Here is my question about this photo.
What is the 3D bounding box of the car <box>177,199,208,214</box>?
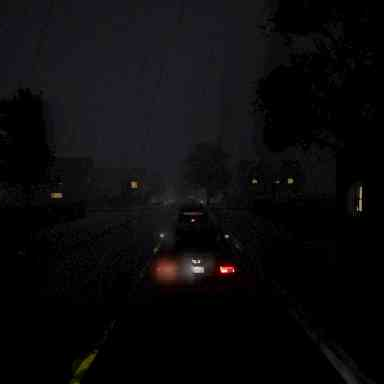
[{"bbox_3d":[0.054,1.494,22.236,2.128,1.511,4.902,0,0,0],"label":"car"}]

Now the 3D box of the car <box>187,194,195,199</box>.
[{"bbox_3d":[-0.158,1.728,80.780,1.895,1.301,4.718,0,0,0],"label":"car"}]

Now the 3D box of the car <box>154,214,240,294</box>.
[{"bbox_3d":[0.085,1.546,8.920,2.033,1.411,5.357,0,0,0],"label":"car"}]

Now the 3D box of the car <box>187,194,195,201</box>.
[{"bbox_3d":[-0.179,1.422,90.768,2.097,1.767,4.553,0,0,0],"label":"car"}]
